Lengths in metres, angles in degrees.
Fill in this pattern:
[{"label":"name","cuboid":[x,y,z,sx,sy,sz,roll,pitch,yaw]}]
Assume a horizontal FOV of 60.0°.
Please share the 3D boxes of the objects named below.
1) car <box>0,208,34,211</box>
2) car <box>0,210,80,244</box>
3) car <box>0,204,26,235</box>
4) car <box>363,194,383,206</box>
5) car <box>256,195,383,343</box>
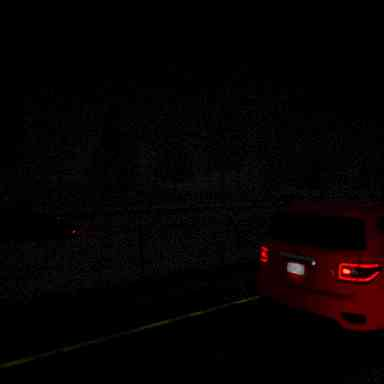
[{"label":"car","cuboid":[-8.559,1.480,15.083,4.902,1.511,2.128,0,0,-35]},{"label":"car","cuboid":[-6.914,1.539,11.958,5.357,1.411,2.033,0,0,-36]},{"label":"car","cuboid":[-11.500,1.488,17.284,4.902,1.511,2.128,0,0,-35]},{"label":"car","cuboid":[27.257,1.135,48.232,5.008,1.535,1.882,0,0,-31]},{"label":"car","cuboid":[3.684,1.177,6.375,5.566,2.045,2.150,-1,0,-36]}]
